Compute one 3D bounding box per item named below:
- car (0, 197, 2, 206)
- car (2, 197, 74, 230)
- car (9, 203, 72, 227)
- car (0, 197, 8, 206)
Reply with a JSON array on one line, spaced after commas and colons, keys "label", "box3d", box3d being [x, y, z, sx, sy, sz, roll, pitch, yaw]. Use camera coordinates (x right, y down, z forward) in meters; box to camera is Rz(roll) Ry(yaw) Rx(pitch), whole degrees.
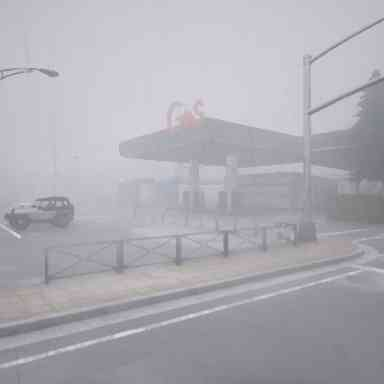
[{"label": "car", "box3d": [-30.791, 1.518, 51.563, 5.027, 1.636, 2.152, 0, 0, -36]}, {"label": "car", "box3d": [-9.339, 1.265, 20.700, 3.866, 1.878, 1.905, 0, 0, -36]}, {"label": "car", "box3d": [-10.780, 1.549, 23.758, 3.806, 1.475, 1.970, 0, 0, -36]}, {"label": "car", "box3d": [-32.662, 1.527, 54.082, 4.514, 1.523, 2.007, 0, 0, -36]}]
